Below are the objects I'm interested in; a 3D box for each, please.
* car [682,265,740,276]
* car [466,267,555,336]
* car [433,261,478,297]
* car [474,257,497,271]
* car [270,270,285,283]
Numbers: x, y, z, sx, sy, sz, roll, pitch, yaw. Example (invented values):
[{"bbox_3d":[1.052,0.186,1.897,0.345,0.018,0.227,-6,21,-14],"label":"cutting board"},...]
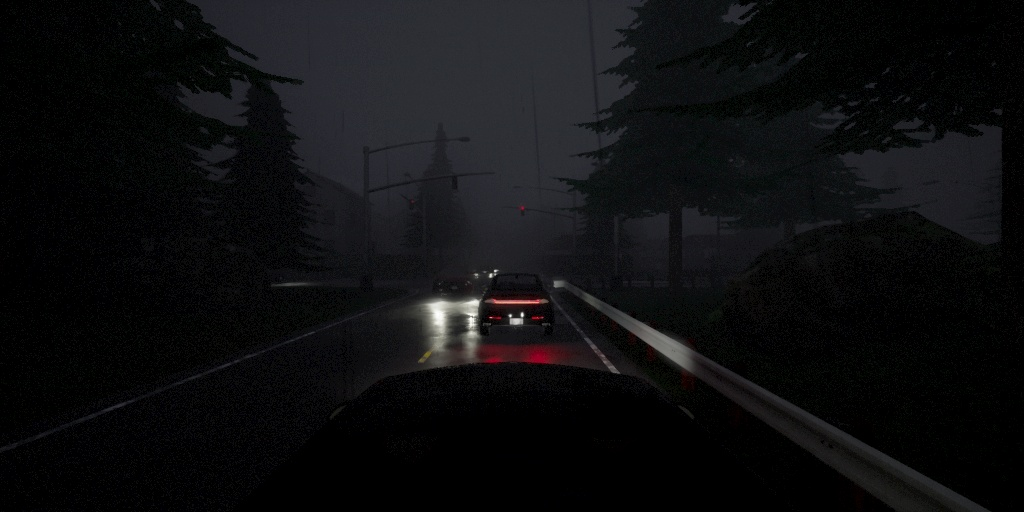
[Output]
[{"bbox_3d":[15.550,1.336,28.461,4.718,1.301,1.895,0,0,1],"label":"car"},{"bbox_3d":[0.134,1.242,10.395,2.128,1.511,4.902,0,0,1],"label":"car"},{"bbox_3d":[-3.121,1.222,19.427,1.882,1.535,5.008,2,0,-9],"label":"car"},{"bbox_3d":[-3.224,1.227,44.079,1.882,1.535,5.008,0,0,1],"label":"car"},{"bbox_3d":[-18.662,1.260,25.349,4.674,1.442,1.812,0,0,1],"label":"car"}]
